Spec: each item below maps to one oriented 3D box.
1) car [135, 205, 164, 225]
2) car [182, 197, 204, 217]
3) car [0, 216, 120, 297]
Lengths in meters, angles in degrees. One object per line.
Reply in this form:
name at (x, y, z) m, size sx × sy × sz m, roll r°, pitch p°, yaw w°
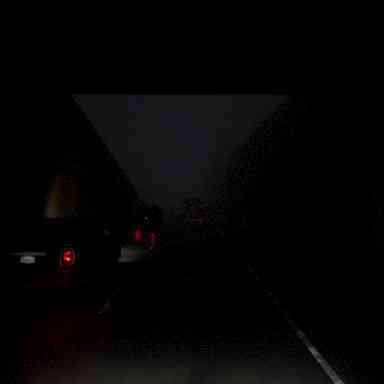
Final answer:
car at (-3.384, 1.780, 26.980) m, size 2.128 × 1.511 × 4.902 m, roll 0°, pitch -1°, yaw 0°
car at (0.122, 1.617, 36.888) m, size 2.150 × 2.045 × 5.566 m, roll 0°, pitch 0°, yaw 0°
car at (-3.395, 1.449, 9.016) m, size 2.097 × 1.767 × 4.553 m, roll 0°, pitch -1°, yaw 0°
